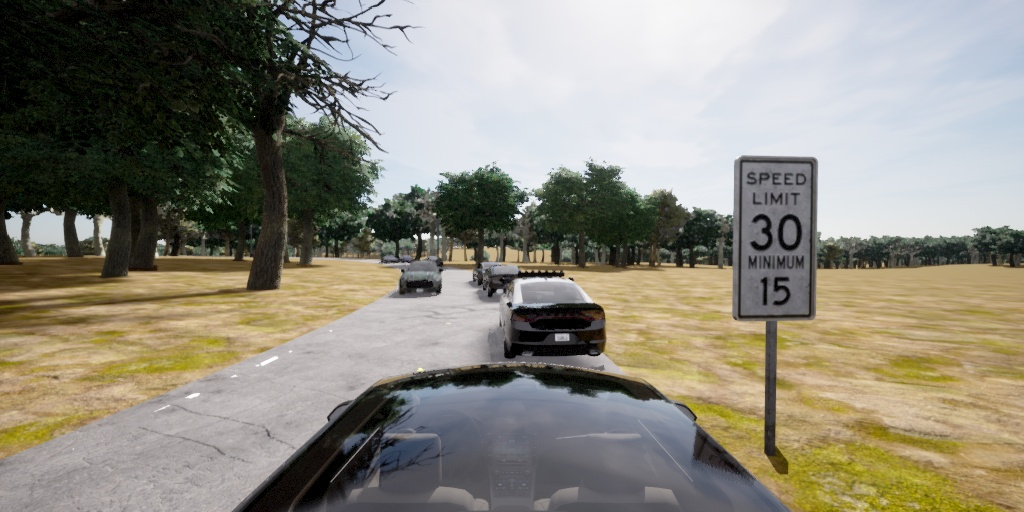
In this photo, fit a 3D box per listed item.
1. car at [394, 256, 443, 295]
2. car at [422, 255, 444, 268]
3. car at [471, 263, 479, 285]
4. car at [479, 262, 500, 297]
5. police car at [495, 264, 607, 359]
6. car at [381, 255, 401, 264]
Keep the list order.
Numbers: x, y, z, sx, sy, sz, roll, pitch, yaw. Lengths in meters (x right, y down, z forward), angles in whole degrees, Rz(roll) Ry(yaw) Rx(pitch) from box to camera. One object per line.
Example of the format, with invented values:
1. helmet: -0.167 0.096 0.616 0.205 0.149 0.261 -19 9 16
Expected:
1. car: -4.809 1.052 19.353 2.097 1.767 4.553 0 1 -10
2. car: -10.589 0.700 47.799 1.882 1.535 5.008 0 1 -25
3. car: -1.616 1.141 24.689 1.837 1.490 4.892 0 1 -12
4. car: -0.473 1.173 18.666 1.882 1.535 5.008 0 1 -9
5. police car: 0.675 1.167 8.627 1.930 1.638 5.238 0 0 -4
6. car: -19.851 0.582 58.114 1.994 1.385 4.181 -1 1 -32
